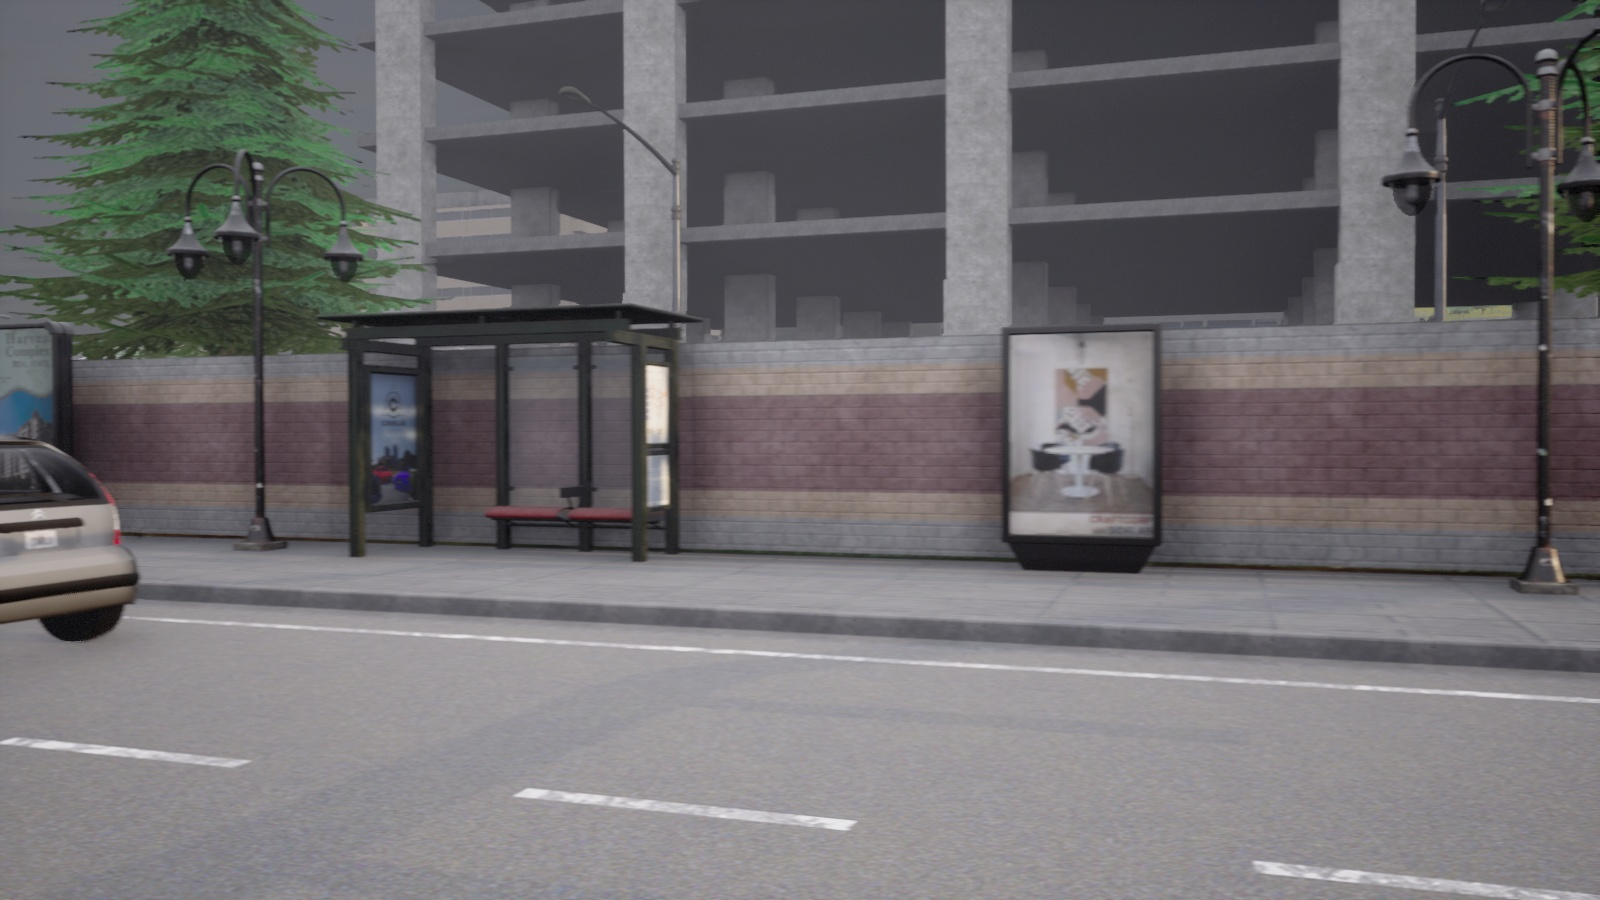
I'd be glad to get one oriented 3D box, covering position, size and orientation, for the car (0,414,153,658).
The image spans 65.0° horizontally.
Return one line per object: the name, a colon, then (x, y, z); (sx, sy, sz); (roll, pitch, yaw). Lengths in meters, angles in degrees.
car: (-7.087, 0.550, 9.267); (3.988, 1.617, 1.851); (1, 1, 19)
